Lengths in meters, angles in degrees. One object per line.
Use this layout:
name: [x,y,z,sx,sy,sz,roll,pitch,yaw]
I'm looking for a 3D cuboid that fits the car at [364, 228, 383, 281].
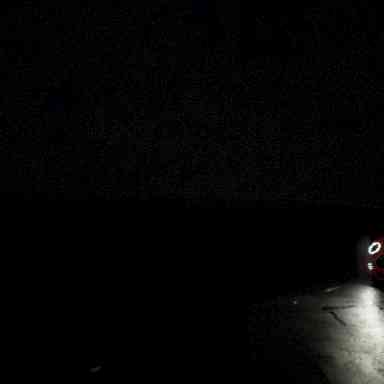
car: [6.584,1.455,9.262,4.553,1.767,2.097,1,0,-44]
